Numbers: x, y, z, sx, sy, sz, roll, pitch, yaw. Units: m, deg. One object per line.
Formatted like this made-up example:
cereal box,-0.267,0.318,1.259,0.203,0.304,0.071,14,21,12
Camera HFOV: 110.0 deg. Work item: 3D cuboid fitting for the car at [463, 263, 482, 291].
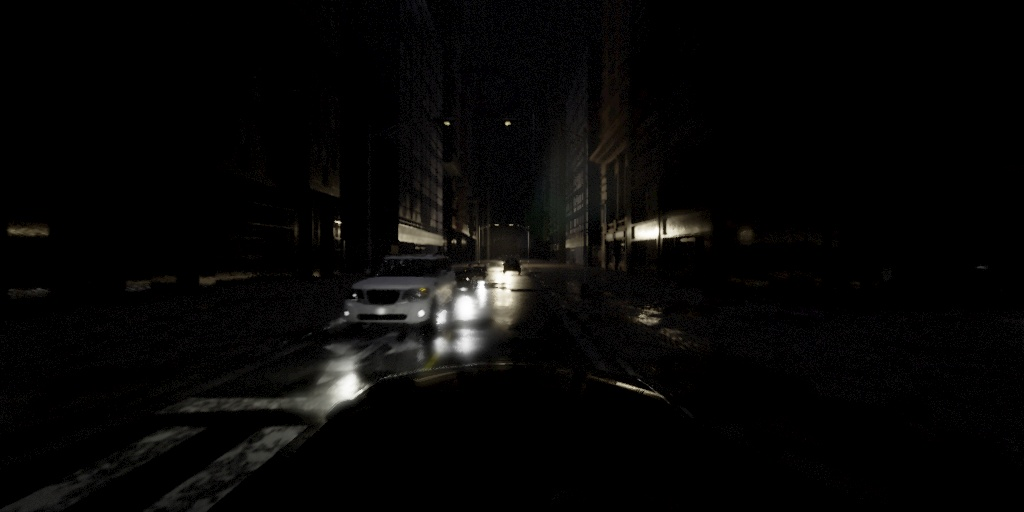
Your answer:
car,-3.096,1.303,21.308,1.895,1.301,4.718,0,0,0

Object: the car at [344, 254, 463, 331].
car,-3.088,0.946,11.239,2.150,2.045,5.566,0,0,0

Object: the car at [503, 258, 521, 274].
car,-0.011,1.150,40.067,1.882,1.535,5.008,0,0,0

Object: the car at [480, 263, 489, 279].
car,-3.098,1.282,31.460,1.895,1.301,4.718,0,0,0
